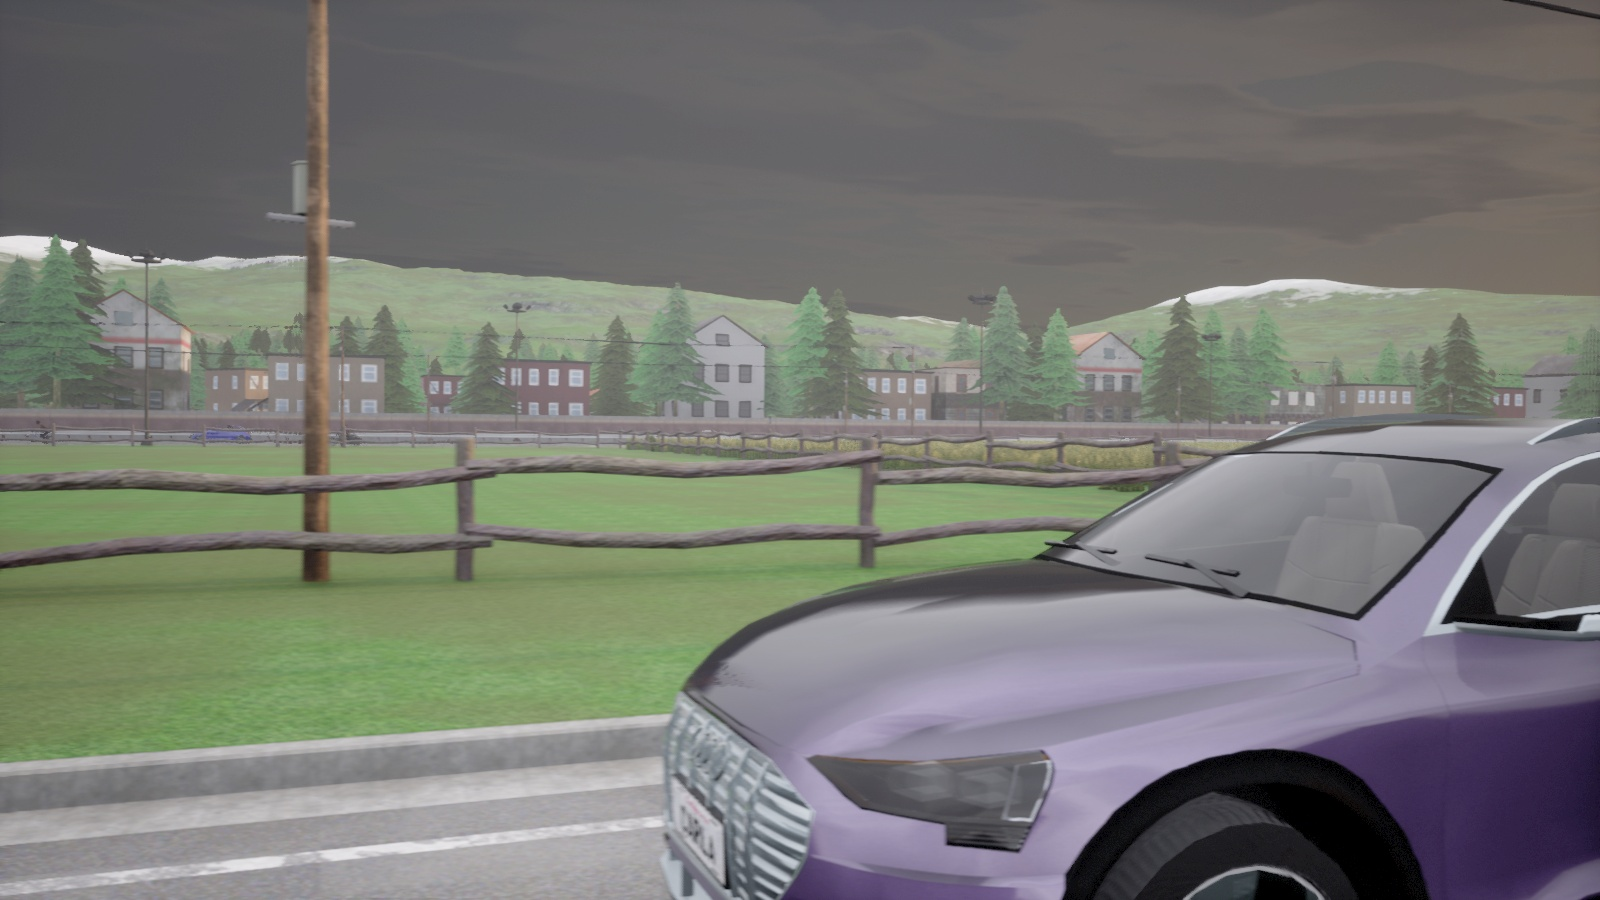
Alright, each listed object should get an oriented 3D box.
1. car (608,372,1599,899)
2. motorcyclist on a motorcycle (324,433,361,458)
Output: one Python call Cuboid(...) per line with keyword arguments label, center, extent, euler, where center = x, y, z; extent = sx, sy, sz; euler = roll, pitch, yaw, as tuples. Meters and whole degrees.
Cuboid(label="car", center=(2.015, 0.636, 4.003), extent=(4.856, 1.649, 2.033), euler=(-1, 1, -21))
Cuboid(label="motorcyclist on a motorcycle", center=(-31.779, -0.329, 87.178), extent=(2.350, 1.649, 0.766), euler=(-1, 1, -21))
